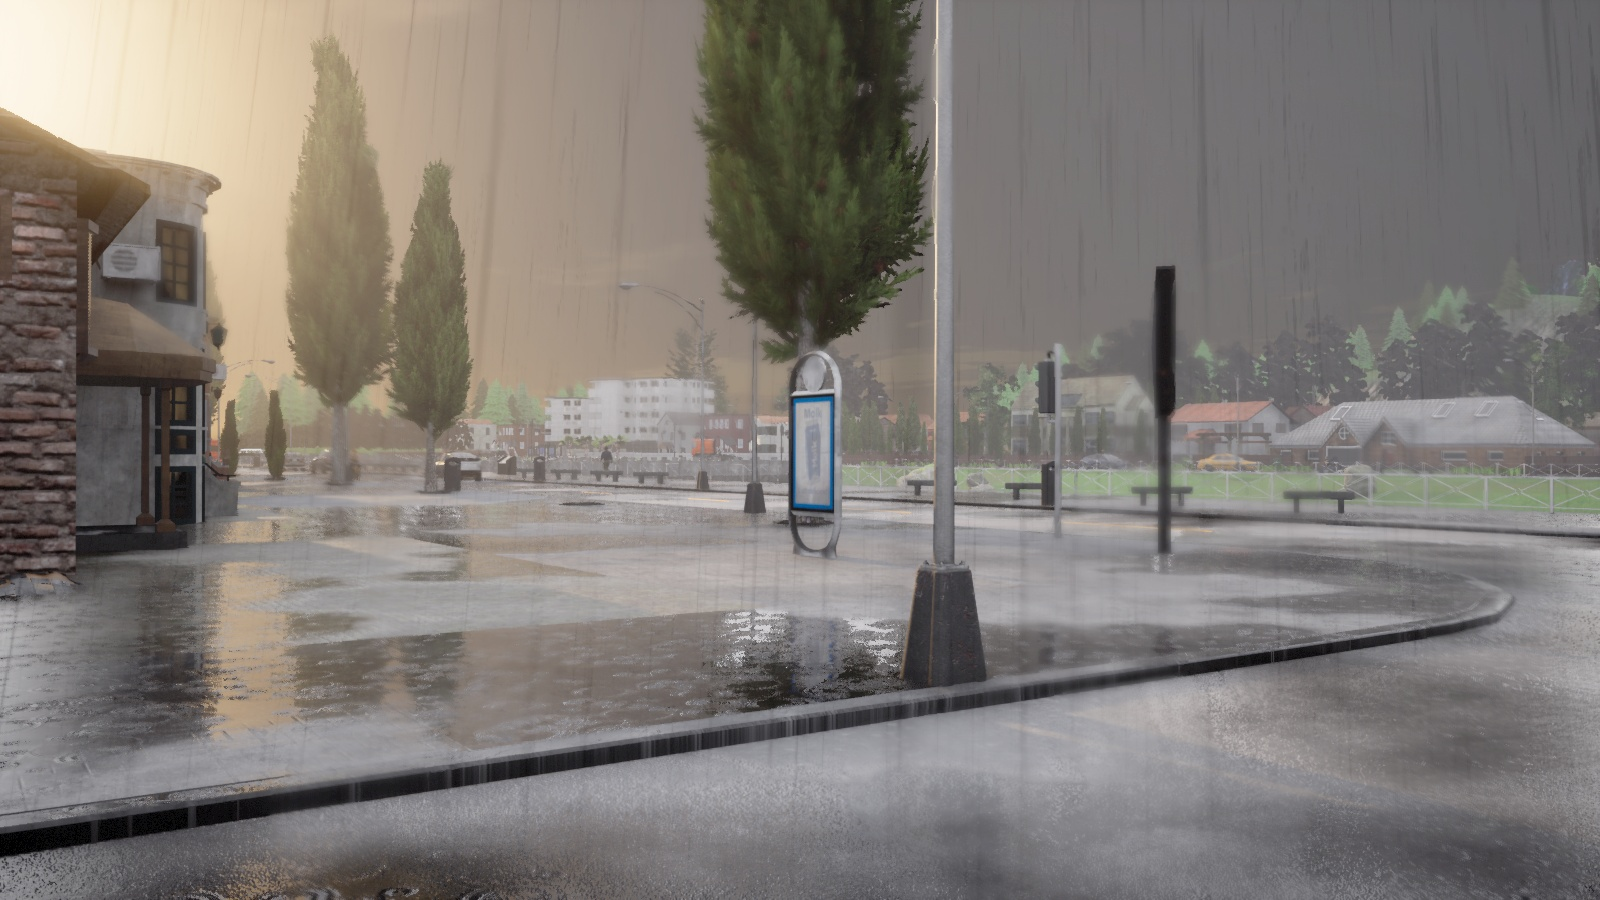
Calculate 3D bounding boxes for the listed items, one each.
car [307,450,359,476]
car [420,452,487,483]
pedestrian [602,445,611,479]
[{"bbox_3d":[-31.652,0.864,85.123,2.242,1.667,4.611,0,0,-34],"label":"car"},{"bbox_3d":[-18.065,0.890,65.357,2.007,1.525,4.514,0,0,-34],"label":"car"},{"bbox_3d":[-10.657,0.646,69.149,0.370,1.835,0.726,0,0,-23],"label":"pedestrian"}]
